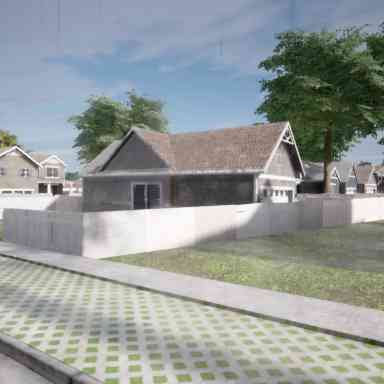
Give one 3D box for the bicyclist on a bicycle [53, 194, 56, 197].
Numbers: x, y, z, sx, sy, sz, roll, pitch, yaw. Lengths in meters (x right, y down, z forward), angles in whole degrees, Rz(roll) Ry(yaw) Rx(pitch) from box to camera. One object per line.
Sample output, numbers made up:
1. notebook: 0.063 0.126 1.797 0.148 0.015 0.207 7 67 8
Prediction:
1. bicyclist on a bicycle: -13.035 1.028 31.551 1.656 1.620 0.582 0 1 34
